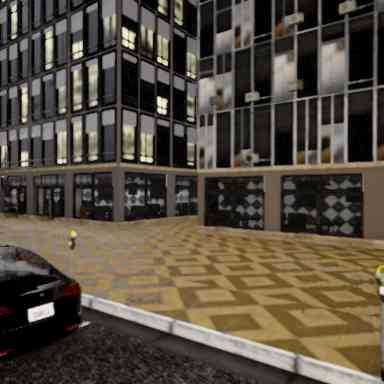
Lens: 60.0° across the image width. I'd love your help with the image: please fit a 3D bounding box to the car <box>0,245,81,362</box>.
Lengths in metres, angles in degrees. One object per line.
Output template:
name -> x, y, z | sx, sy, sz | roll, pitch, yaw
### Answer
car -> -3.606, 1.562, 5.440 | 4.313, 1.339, 1.947 | 0, 0, 35
